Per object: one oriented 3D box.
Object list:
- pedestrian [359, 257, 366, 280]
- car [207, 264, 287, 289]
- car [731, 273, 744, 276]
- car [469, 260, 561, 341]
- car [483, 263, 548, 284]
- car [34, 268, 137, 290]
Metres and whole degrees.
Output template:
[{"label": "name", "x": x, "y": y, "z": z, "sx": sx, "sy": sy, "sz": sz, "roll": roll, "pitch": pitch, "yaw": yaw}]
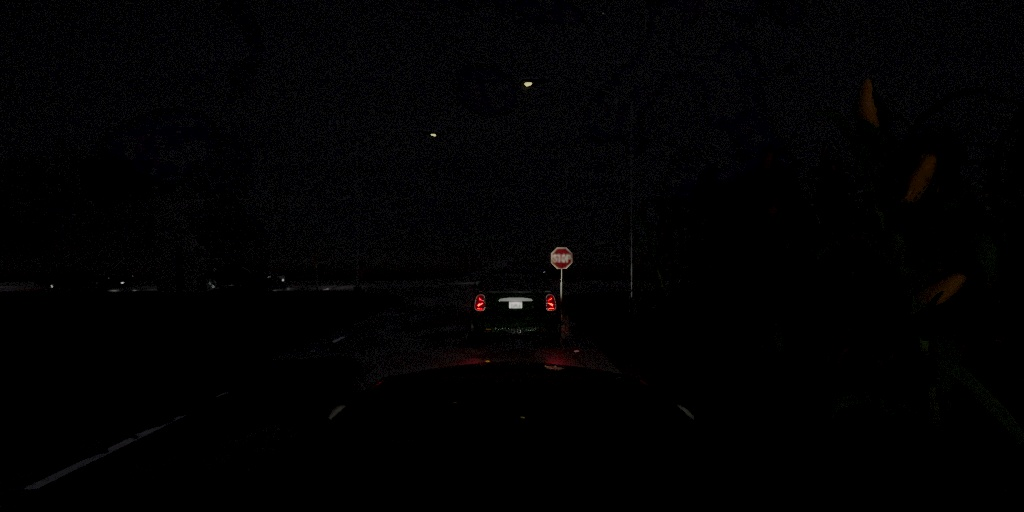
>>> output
[{"label": "pedestrian", "x": -12.252, "y": 0.983, "z": 29.271, "sx": 0.375, "sy": 1.860, "sz": 0.375, "roll": 0, "pitch": 2, "yaw": 0}, {"label": "car", "x": -17.330, "y": 1.301, "z": 23.269, "sx": 4.902, "sy": 1.511, "sz": 2.128, "roll": 0, "pitch": 2, "yaw": 0}, {"label": "car", "x": 16.784, "y": 1.257, "z": 26.447, "sx": 4.674, "sy": 1.442, "sz": 1.812, "roll": 0, "pitch": 2, "yaw": 0}, {"label": "car", "x": 0.027, "y": 1.098, "z": 10.000, "sx": 2.097, "sy": 1.767, "sz": 4.553, "roll": 0, "pitch": 0, "yaw": -1}, {"label": "car", "x": 0.248, "y": 1.260, "z": 26.354, "sx": 4.674, "sy": 1.442, "sz": 1.812, "roll": 0, "pitch": 0, "yaw": 0}, {"label": "car", "x": -27.452, "y": 1.434, "z": 23.210, "sx": 4.718, "sy": 1.301, "sz": 1.895, "roll": 0, "pitch": 2, "yaw": 0}]
